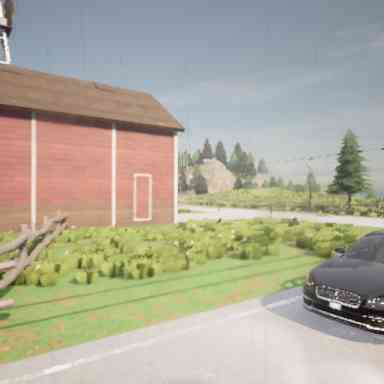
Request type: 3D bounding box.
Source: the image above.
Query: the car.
[{"bbox_3d":[4.221,1.523,6.546,4.892,1.490,1.837,0,0,-35],"label":"car"}]
